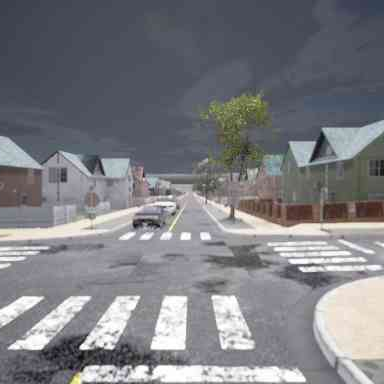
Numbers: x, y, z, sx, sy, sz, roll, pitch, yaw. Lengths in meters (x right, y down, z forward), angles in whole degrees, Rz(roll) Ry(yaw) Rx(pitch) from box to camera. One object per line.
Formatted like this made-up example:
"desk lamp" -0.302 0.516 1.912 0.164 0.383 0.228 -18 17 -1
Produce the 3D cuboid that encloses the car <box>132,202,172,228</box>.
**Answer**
"car" -2.900 1.706 23.740 2.033 1.411 5.357 0 0 2

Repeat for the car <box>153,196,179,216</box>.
"car" -2.870 1.457 35.534 2.150 2.045 5.566 0 0 0
